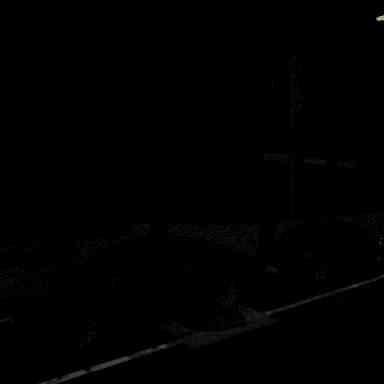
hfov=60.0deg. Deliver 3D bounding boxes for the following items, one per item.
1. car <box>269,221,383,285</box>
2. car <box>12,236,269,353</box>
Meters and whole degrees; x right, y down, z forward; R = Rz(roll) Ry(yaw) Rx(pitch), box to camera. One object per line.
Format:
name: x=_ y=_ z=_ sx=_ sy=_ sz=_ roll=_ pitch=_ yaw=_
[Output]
car: x=3.728 y=1.528 z=9.427 sx=4.313 sy=1.339 sz=1.947 roll=0 pitch=1 yaw=-36
car: x=-0.846 y=1.553 z=6.156 sx=4.313 sy=1.339 sz=1.947 roll=0 pitch=1 yaw=-36
